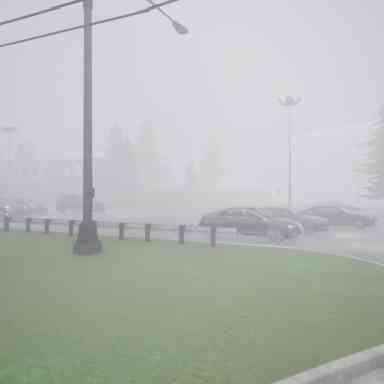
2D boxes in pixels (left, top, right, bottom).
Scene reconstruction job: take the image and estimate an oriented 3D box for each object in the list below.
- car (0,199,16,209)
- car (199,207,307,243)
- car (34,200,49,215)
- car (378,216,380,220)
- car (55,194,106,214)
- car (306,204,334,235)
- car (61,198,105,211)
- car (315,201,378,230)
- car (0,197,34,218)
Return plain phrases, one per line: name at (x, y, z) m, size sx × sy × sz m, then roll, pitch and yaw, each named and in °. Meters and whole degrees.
car at (-26.462, 1.601, 45.335) m, size 4.718 × 1.301 × 1.895 m, roll 0°, pitch 0°, yaw 25°
car at (2.709, 1.489, 15.940) m, size 4.902 × 1.511 × 2.128 m, roll 0°, pitch 0°, yaw 25°
car at (-16.314, 1.352, 32.734) m, size 4.553 × 1.767 × 2.097 m, roll 0°, pitch 0°, yaw 25°
car at (10.743, 1.599, 23.745) m, size 4.718 × 1.301 × 1.895 m, roll 0°, pitch 0°, yaw 25°
car at (-11.517, 1.221, 34.329) m, size 5.566 × 2.045 × 2.150 m, roll 0°, pitch 0°, yaw 25°
car at (4.907, 1.546, 18.770) m, size 5.357 × 1.411 × 2.033 m, roll 0°, pitch 0°, yaw 25°
car at (-13.123, 1.506, 40.125) m, size 4.892 × 1.490 × 1.837 m, roll -1°, pitch 0°, yaw 16°
car at (8.769, 1.524, 20.808) m, size 4.674 × 1.442 × 1.812 m, roll 0°, pitch 0°, yaw 25°
car at (-16.412, 1.352, 28.906) m, size 4.553 × 1.767 × 2.097 m, roll 0°, pitch 0°, yaw 25°
